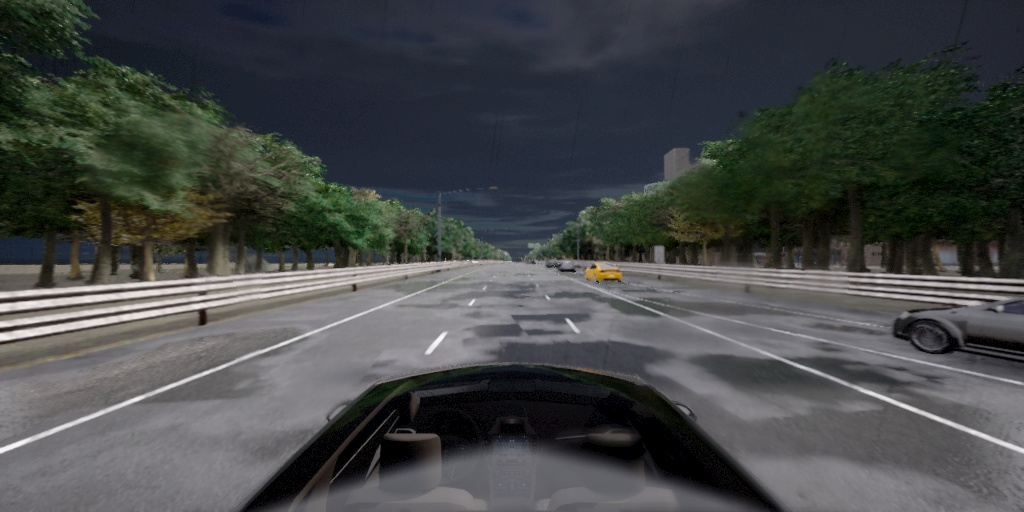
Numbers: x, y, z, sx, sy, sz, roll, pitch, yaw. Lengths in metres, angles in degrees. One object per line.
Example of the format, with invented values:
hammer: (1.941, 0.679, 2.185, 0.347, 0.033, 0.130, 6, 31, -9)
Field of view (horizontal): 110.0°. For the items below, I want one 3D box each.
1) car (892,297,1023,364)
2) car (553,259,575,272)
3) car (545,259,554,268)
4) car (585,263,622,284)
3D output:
car: (9.804, 1.344, 6.369, 1.994, 1.385, 4.181, 0, 0, -13)
car: (7.032, 1.419, 47.260, 1.994, 1.385, 4.181, 0, 0, 0)
car: (7.085, 1.294, 64.625, 2.097, 1.767, 4.553, 0, 0, 0)
car: (7.103, 1.290, 28.262, 1.882, 1.535, 5.008, 0, 0, -2)
